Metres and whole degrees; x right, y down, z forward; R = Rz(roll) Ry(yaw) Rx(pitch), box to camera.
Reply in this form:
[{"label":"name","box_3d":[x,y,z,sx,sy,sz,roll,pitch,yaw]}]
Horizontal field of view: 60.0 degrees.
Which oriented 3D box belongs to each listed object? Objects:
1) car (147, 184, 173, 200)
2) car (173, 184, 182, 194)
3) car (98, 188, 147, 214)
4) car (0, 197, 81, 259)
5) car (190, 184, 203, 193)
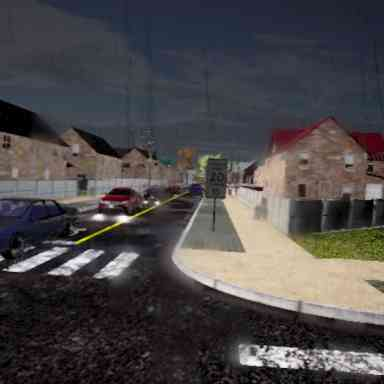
[{"label":"car","box_3d":[-3.601,0.007,34.304,2.033,1.411,5.357,3,2,3]},{"label":"car","box_3d":[-2.644,-0.431,47.978,1.895,1.301,4.718,3,2,4]},{"label":"car","box_3d":[-4.444,0.459,21.243,1.812,1.442,4.674,3,2,4]},{"label":"car","box_3d":[-5.175,0.884,10.103,2.033,1.411,5.357,3,2,4]},{"label":"car","box_3d":[0.740,-0.673,55.724,1.882,1.535,5.008,3,2,4]}]
